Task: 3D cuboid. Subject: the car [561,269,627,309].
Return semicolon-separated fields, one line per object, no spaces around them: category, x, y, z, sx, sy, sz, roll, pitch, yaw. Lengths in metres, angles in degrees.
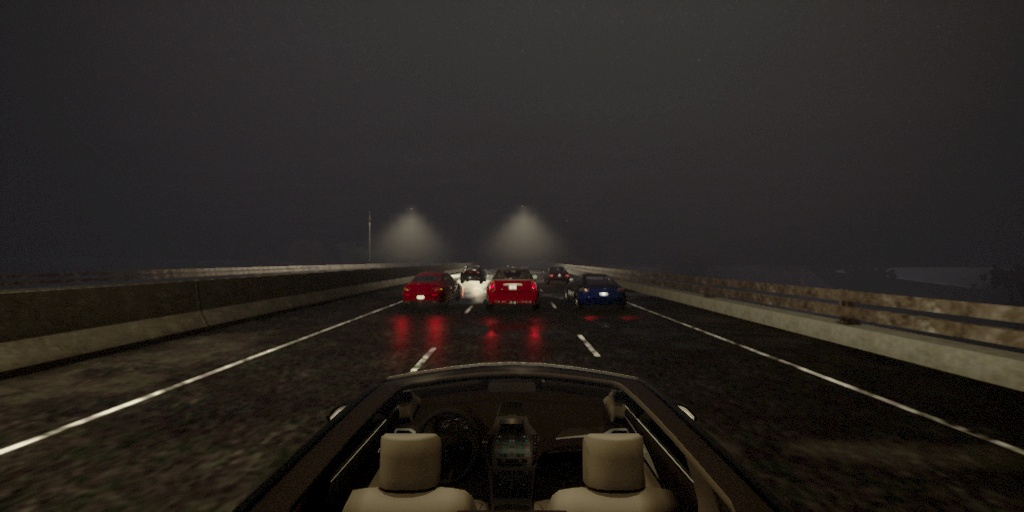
car;3.556;1.453;15.800;1.994;1.385;4.181;0;-1;1

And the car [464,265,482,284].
car;-3.264;1.540;30.769;2.128;1.511;4.902;0;-1;1

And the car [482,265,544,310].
car;0.051;1.236;15.569;2.097;1.767;4.553;0;-1;1

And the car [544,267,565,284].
car;3.727;1.592;30.348;2.033;1.411;5.357;0;-1;1

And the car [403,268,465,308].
car;-3.444;1.414;15.907;1.812;1.442;4.674;0;0;1
